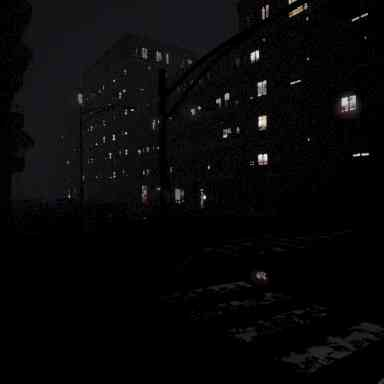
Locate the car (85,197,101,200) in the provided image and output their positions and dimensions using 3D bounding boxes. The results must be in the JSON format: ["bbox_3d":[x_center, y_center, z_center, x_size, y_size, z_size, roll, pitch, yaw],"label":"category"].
[{"bbox_3d":[-15.181,1.502,51.283,1.967,1.590,4.097,-1,1,-36],"label":"car"}]

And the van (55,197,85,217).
[{"bbox_3d":[-12.338,1.483,32.904,1.690,1.788,3.998,-1,1,-36],"label":"van"}]

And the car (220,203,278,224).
[{"bbox_3d":[4.041,1.498,24.417,1.752,1.417,4.829,-1,1,-36],"label":"car"}]

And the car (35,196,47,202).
[{"bbox_3d":[-37.719,1.728,82.793,1.887,1.381,4.507,-1,1,-36],"label":"car"}]

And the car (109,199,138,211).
[{"bbox_3d":[-8.739,1.582,42.282,2.008,1.369,4.403,-1,1,-36],"label":"car"}]

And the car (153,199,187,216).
[{"bbox_3d":[-2.301,1.441,33.279,1.967,1.590,4.097,-1,1,-36],"label":"car"}]

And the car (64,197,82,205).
[{"bbox_3d":[-21.619,1.645,60.287,2.008,1.369,4.403,-1,1,-36],"label":"car"}]

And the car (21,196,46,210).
[{"bbox_3d":[-21.996,1.628,46.409,1.967,1.590,4.097,-1,1,-36],"label":"car"}]

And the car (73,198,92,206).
[{"bbox_3d":[-18.399,1.644,55.785,1.947,1.339,4.313,-1,1,-36],"label":"car"}]

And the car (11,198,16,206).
[{"bbox_3d":[-31.654,1.783,59.913,1.887,1.381,4.507,-1,1,-36],"label":"car"}]

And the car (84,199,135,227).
[{"bbox_3d":[-5.896,1.553,23.904,1.967,1.590,4.097,-1,1,-36],"label":"car"}]

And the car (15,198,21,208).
[{"bbox_3d":[-25.214,1.770,50.910,1.947,1.339,4.313,-1,1,-36],"label":"car"}]

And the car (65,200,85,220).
[{"bbox_3d":[-9.016,1.652,28.267,1.752,1.417,4.829,-1,1,-36],"label":"car"}]
